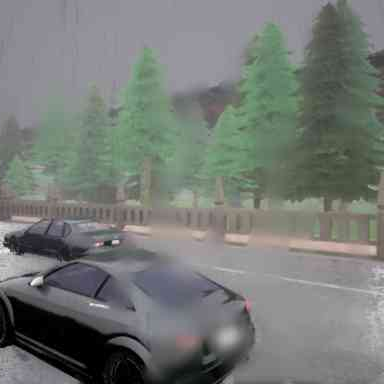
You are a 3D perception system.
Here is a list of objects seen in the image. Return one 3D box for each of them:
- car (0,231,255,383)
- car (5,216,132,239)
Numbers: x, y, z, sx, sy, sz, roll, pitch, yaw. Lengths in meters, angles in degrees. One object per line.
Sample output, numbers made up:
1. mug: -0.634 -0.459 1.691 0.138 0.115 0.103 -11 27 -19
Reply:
1. car: -1.228 1.563 4.863 4.181 1.385 1.994 0 0 36
2. car: -4.320 1.544 11.371 5.357 1.411 2.033 0 0 35
